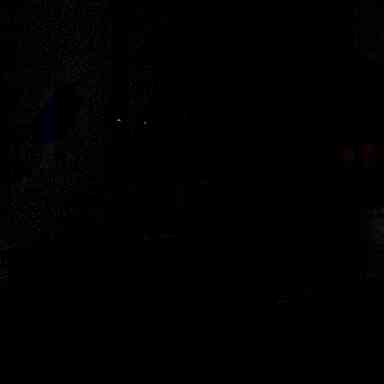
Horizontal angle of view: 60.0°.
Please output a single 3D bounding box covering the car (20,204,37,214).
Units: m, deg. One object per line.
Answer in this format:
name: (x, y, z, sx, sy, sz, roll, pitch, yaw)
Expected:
car: (-26.015, 2.616, 52.770, 2.128, 1.511, 4.902, -1, 0, -35)
